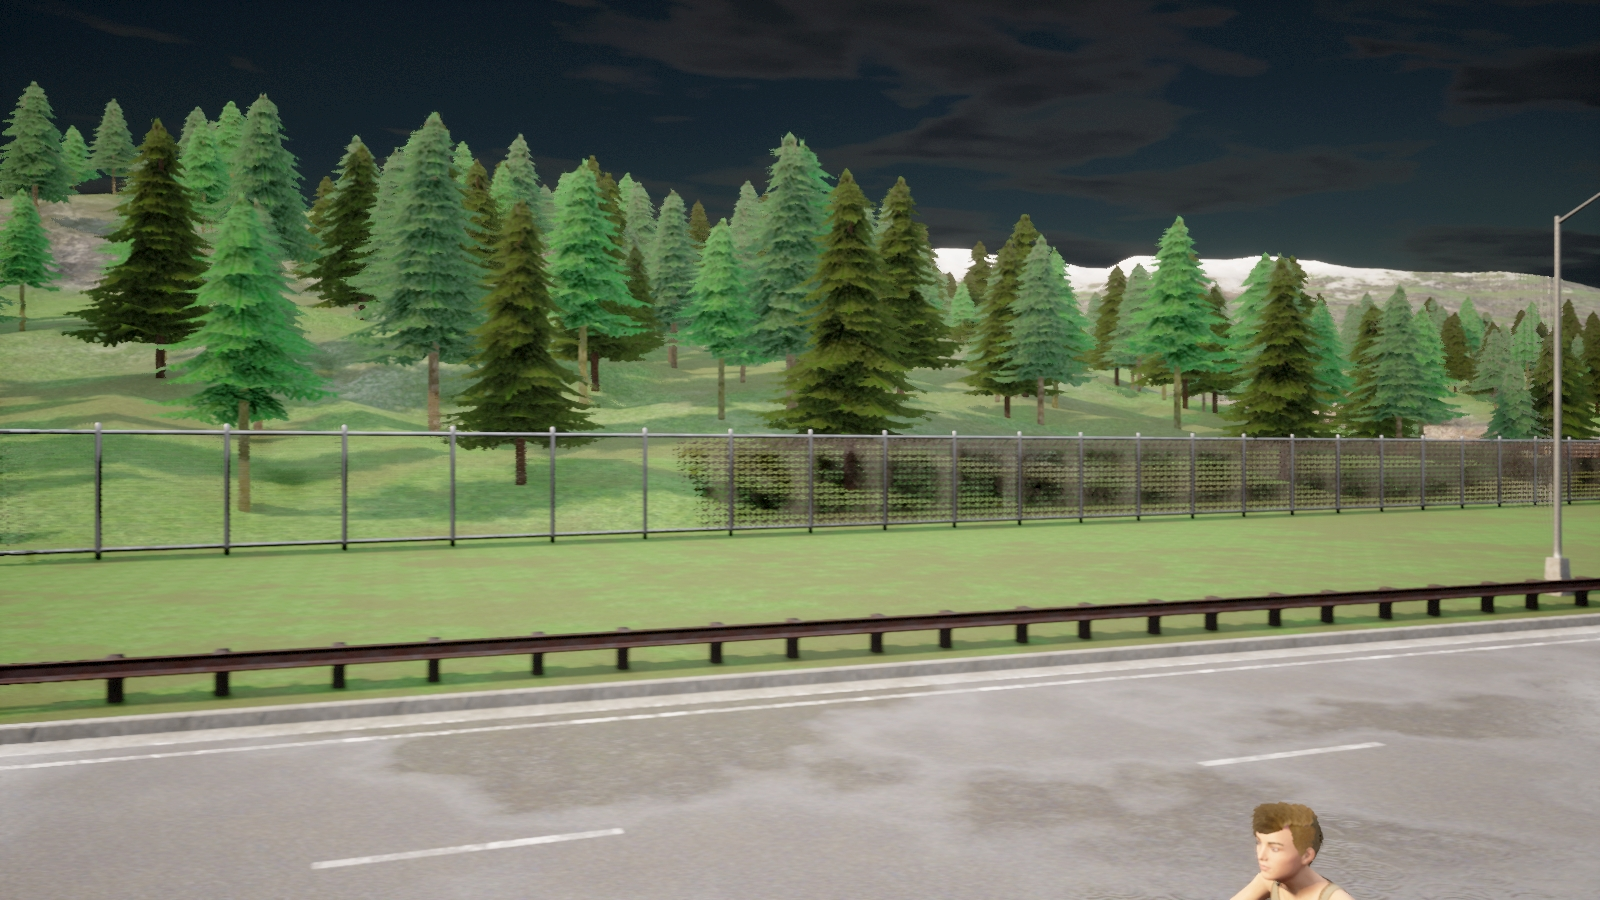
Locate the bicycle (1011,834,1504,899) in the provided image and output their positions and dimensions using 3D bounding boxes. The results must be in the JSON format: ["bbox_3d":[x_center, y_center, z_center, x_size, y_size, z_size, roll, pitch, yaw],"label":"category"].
[{"bbox_3d":[1.586,2.158,3.864,1.487,1.277,0.859,0,0,-20],"label":"bicycle"}]
